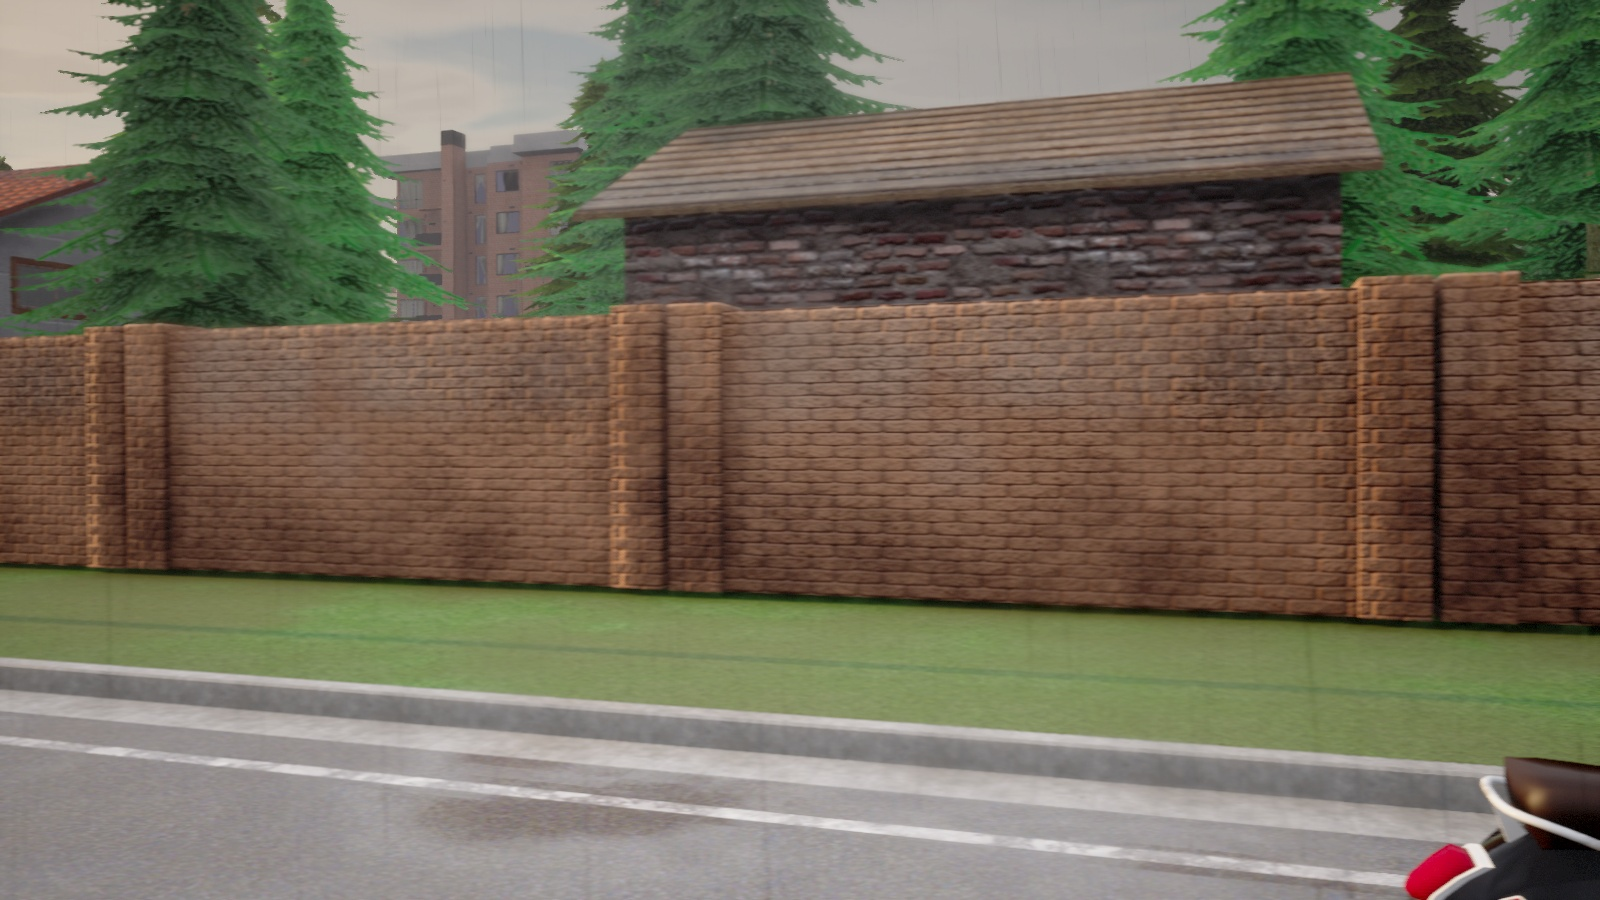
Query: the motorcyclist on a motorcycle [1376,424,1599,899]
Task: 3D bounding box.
[{"bbox_3d":[2.178,0.749,2.460,1.817,1.590,0.866,1,1,19],"label":"motorcyclist on a motorcycle"}]
